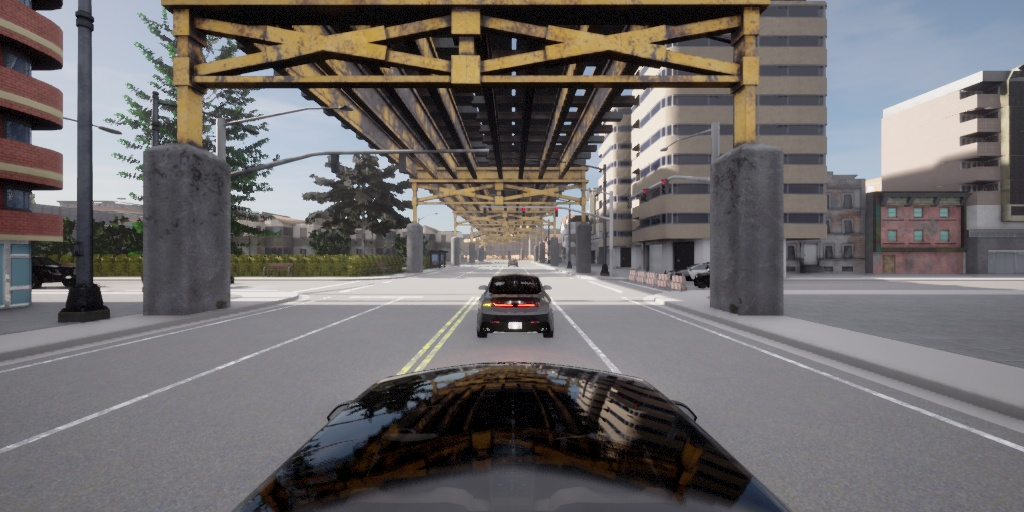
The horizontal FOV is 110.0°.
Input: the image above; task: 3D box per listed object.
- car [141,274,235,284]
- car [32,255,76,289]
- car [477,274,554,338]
[{"bbox_3d":[-20.035,1.255,22.285,4.892,1.490,1.837,0,0,0],"label":"car"},{"bbox_3d":[-30.393,0.972,22.347,5.566,2.045,2.150,0,0,0],"label":"car"},{"bbox_3d":[0.087,1.255,10.172,1.837,1.490,4.892,0,0,0],"label":"car"}]
